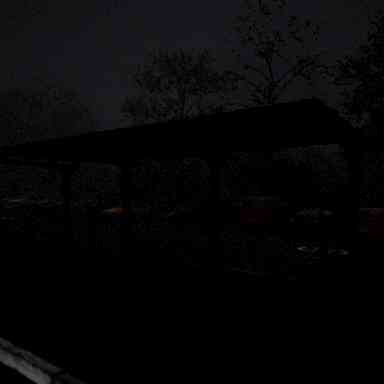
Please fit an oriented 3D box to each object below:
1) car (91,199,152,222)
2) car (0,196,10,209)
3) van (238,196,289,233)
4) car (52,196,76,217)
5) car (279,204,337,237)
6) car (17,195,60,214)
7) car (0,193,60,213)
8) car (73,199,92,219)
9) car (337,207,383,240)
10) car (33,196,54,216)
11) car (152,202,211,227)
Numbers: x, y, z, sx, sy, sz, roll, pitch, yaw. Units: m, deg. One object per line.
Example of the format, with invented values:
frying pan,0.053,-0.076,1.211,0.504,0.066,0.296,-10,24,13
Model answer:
car,-4.785,1.413,25.820,1.946,1.575,5.366,0,0,35
car,-25.084,1.308,40.377,2.163,1.488,4.792,1,0,35
van,4.453,1.246,19.653,1.878,1.987,4.442,0,0,35
car,-9.204,1.389,29.183,2.231,1.521,4.892,0,0,35
car,6.648,1.526,17.953,2.002,1.452,4.674,0,0,35
car,-13.737,1.360,32.389,2.097,1.535,5.008,0,0,35
car,-16.021,1.095,33.964,2.435,2.045,5.566,0,0,35
car,-6.926,1.432,27.599,2.163,1.488,4.792,0,0,35
car,8.914,1.500,16.347,2.097,1.535,5.008,0,0,35
car,-11.471,1.374,30.786,2.097,1.535,5.008,0,0,35
car,-0.163,1.473,22.741,2.163,1.488,4.792,0,0,35
